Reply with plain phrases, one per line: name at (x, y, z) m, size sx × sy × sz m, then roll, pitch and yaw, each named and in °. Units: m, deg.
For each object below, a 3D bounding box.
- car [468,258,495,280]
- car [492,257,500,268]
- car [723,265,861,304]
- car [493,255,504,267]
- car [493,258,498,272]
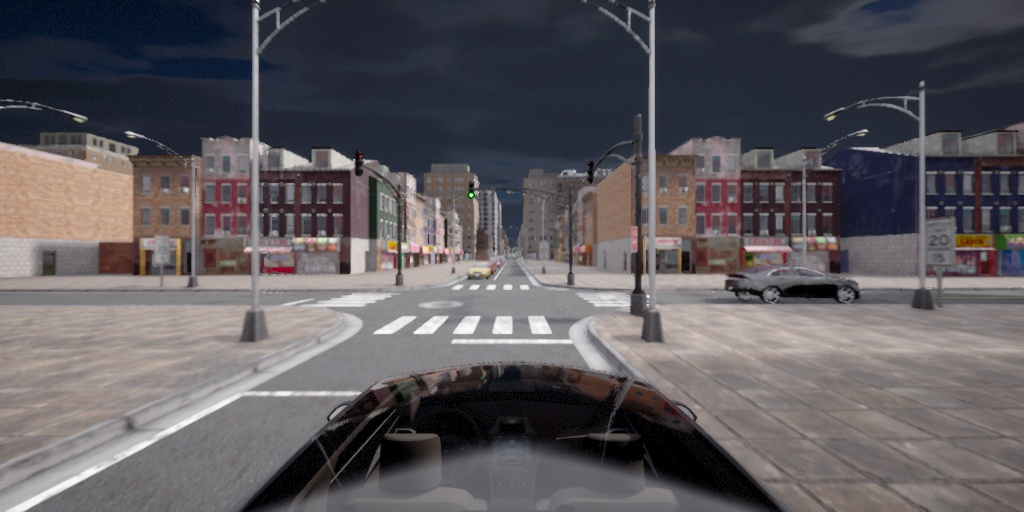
car at (-2.635, 1.118, 29.575) m, size 1.751 × 1.417 × 4.829 m, roll 0°, pitch 0°, yaw 0°
car at (-2.634, 1.123, 40.955) m, size 1.802 × 1.307 × 4.207 m, roll 0°, pitch 0°, yaw 0°
car at (11.384, 1.128, 14.704) m, size 4.902 × 1.511 × 2.128 m, roll 0°, pitch 0°, yaw 0°
car at (-2.633, 0.936, 52.165) m, size 1.967 × 1.591 × 4.097 m, roll 0°, pitch 0°, yaw 0°
car at (-2.635, 1.111, 35.350) m, size 1.888 × 1.381 × 4.507 m, roll 0°, pitch 0°, yaw 0°
